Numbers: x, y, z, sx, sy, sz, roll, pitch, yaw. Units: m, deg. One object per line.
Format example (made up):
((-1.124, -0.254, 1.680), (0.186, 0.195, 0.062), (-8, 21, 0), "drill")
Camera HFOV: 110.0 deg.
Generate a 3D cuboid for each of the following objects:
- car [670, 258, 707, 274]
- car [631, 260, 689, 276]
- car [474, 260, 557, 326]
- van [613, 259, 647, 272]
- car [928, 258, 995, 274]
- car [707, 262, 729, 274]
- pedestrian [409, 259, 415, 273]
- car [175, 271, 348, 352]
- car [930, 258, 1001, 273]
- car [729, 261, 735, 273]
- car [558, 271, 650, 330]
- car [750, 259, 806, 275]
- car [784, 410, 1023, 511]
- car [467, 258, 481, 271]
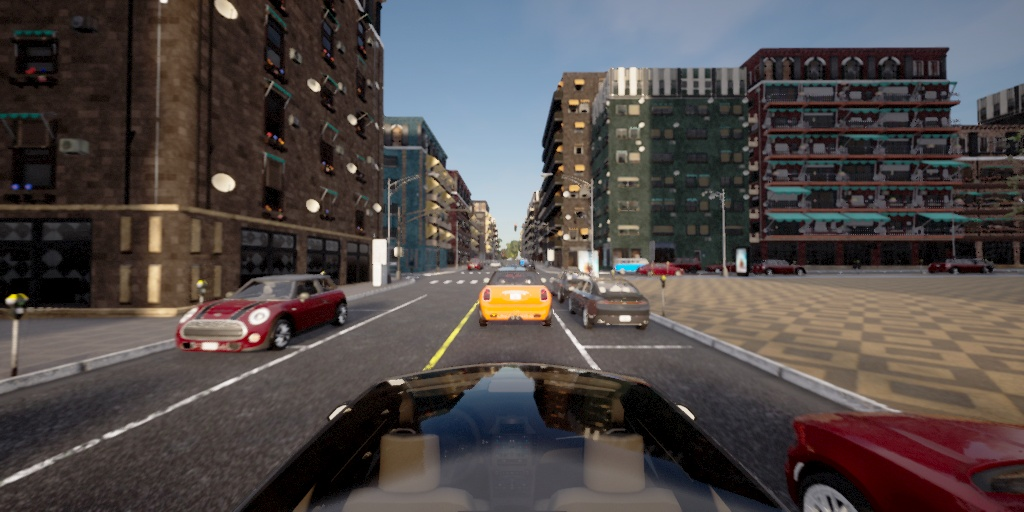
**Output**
((19.297, 1.118, 41.669), (5.009, 1.841, 2.192), (0, 0, 0), "car")
((13.707, 1.274, 33.329), (4.207, 1.307, 1.802), (0, 0, 0), "car")
((0.097, 1.141, 11.934), (2.097, 1.767, 4.553), (0, 0, 0), "car")
((13.770, 1.187, 41.709), (3.998, 1.789, 1.690), (0, 0, 0), "van")
((41.344, 0.921, 33.132), (4.097, 1.591, 1.967), (0, 0, 0), "car")
((24.825, 1.305, 41.630), (4.507, 1.381, 1.888), (0, 0, 0), "car")
((-12.530, 1.250, 44.863), (0.375, 1.860, 0.375), (0, -1, 0), "pedestrian")
((-5.819, 1.217, 8.896), (1.967, 1.591, 4.097), (0, 0, 0), "car")
((48.945, 1.024, 38.787), (4.902, 1.511, 2.128), (0, -1, 1), "car")
((27.265, 1.241, 39.035), (5.357, 1.411, 2.033), (0, -1, 0), "car")
((2.820, 1.336, 11.132), (2.007, 1.370, 4.403), (0, 0, 0), "car")
((24.763, 1.046, 33.250), (4.097, 1.591, 1.967), (0, 0, 0), "car")
((2.775, 1.291, 0.702), (1.888, 1.381, 4.507), (0, 0, 0), "car")
((-5.690, 1.271, 54.934), (2.192, 1.841, 5.009), (0, 0, 0), "car")
